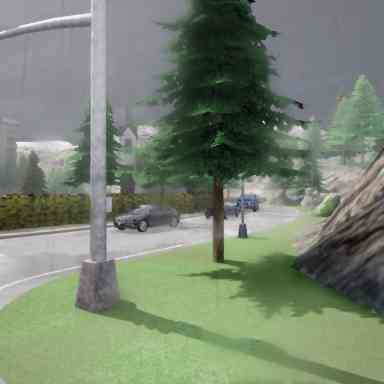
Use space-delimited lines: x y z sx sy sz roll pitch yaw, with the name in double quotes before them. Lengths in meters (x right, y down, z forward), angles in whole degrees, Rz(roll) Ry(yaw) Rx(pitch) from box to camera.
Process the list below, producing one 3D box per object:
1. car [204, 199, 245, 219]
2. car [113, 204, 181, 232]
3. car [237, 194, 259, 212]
"car" 2.750 1.601 29.104 1.895 1.301 4.718 0 0 26
"car" -2.627 1.505 20.316 1.837 1.490 4.892 0 0 35
"car" 6.550 1.221 38.782 2.150 2.045 5.566 0 0 16
